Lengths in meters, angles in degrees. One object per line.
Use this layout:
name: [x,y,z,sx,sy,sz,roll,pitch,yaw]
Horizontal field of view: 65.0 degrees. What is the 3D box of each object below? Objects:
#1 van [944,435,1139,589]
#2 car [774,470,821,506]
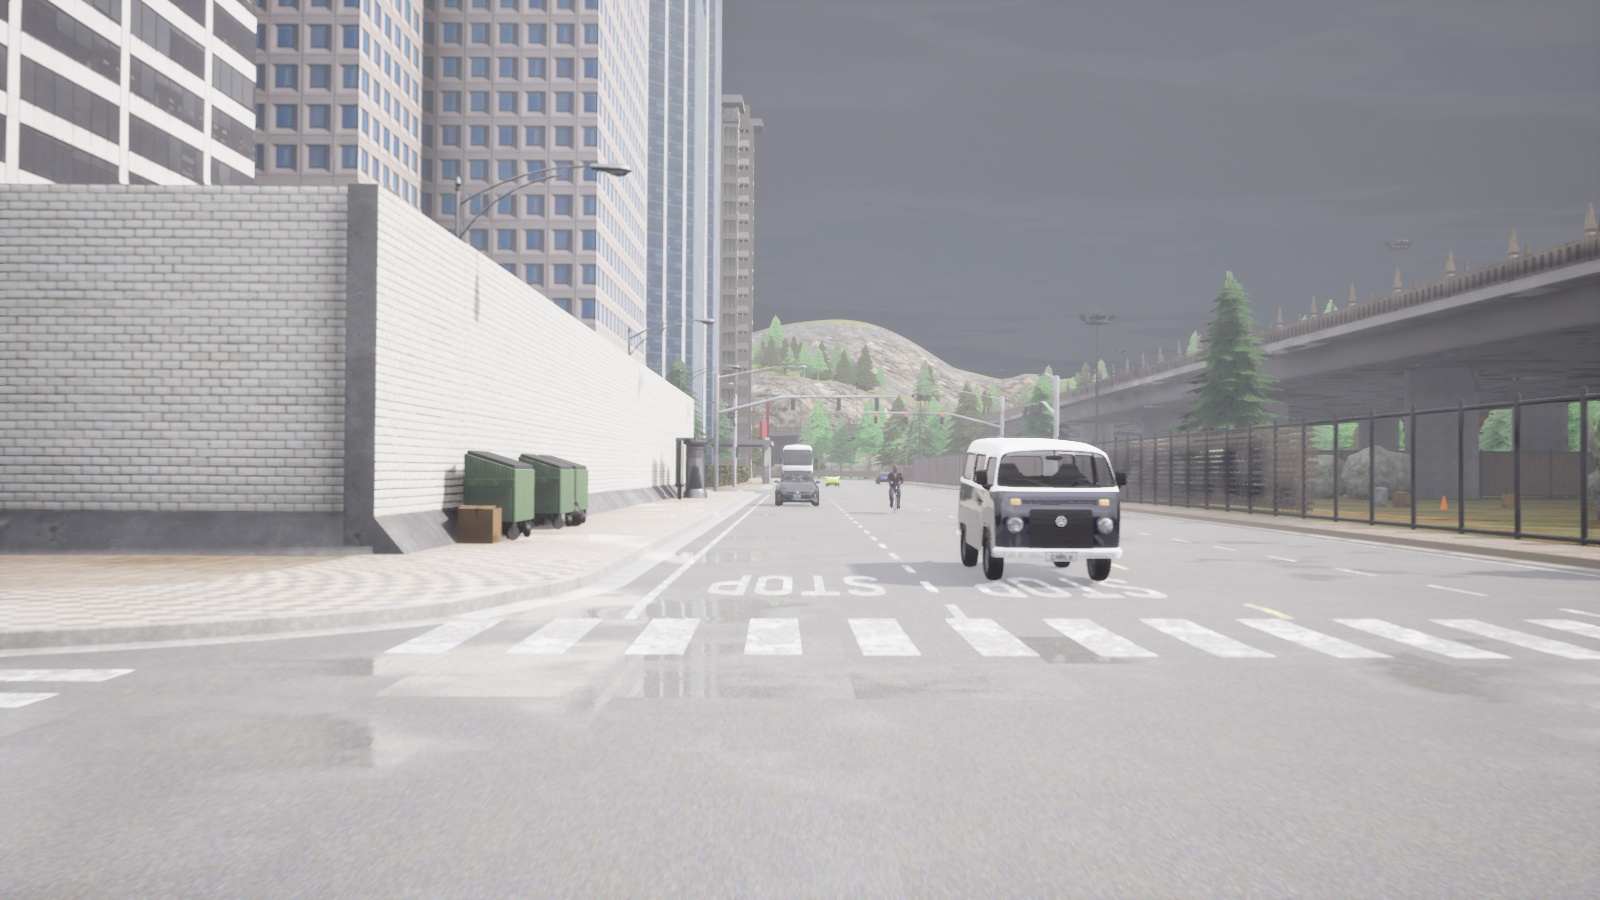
van: [3.466,0.797,18.920,2.069,2.038,4.480,0,1,0]
car: [-0.107,1.638,55.110,2.007,1.525,4.514,0,-1,0]
